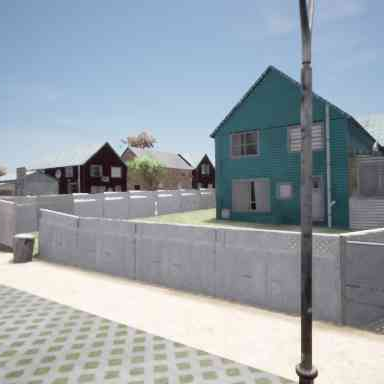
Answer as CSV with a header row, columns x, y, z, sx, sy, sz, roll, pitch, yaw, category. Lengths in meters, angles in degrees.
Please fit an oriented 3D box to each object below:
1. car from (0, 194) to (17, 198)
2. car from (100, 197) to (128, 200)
x,y,z,sx,sy,sz,roll,pitch,yaw,category
-12.737,1.067,21.437,2.097,1.767,4.553,-1,1,37,car
-6.861,0.946,29.636,1.837,1.490,4.892,-1,1,35,car
